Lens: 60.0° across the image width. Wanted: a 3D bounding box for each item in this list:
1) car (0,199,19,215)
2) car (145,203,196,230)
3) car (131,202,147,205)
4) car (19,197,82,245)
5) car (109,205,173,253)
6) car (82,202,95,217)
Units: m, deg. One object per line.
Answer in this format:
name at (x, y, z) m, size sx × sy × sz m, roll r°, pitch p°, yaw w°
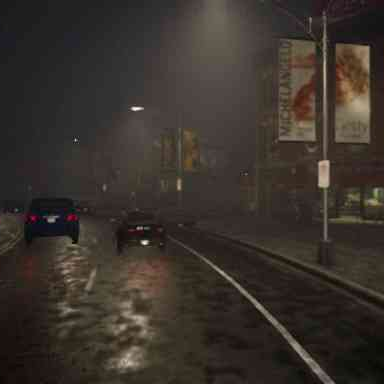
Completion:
car at (-19.173, 1.518, 34.692) m, size 4.892 × 1.490 × 1.837 m, roll 0°, pitch -1°, yaw 44°
car at (-1.398, 1.611, 21.026) m, size 1.895 × 1.301 × 4.718 m, roll 0°, pitch 0°, yaw -20°
car at (-4.071, 1.538, 26.095) m, size 2.002 × 1.452 × 4.674 m, roll 0°, pitch 0°, yaw -30°
car at (-6.562, 1.229, 15.850) m, size 2.150 × 2.045 × 5.566 m, roll 0°, pitch 0°, yaw -20°
car at (-2.318, 1.514, 13.987) m, size 1.837 × 1.490 × 4.892 m, roll 0°, pitch 0°, yaw -16°
car at (-10.659, 1.564, 30.578) m, size 2.033 × 1.411 × 5.357 m, roll 0°, pitch 0°, yaw -37°
